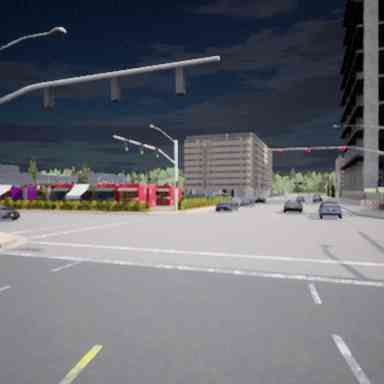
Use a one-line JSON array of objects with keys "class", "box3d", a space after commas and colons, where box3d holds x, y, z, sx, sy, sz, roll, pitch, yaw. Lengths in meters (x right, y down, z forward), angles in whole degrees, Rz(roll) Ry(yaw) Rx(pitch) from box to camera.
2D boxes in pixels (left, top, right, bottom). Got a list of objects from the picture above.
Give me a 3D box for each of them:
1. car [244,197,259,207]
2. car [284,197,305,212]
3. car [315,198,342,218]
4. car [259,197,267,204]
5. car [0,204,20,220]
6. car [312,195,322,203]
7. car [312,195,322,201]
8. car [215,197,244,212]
[{"class": "car", "box3d": [8.497, 1.525, 50.927, 1.837, 1.490, 4.892, 0, 1, 20]}, {"class": "car", "box3d": [11.756, 1.582, 38.551, 1.994, 1.385, 4.181, 0, 0, 19]}, {"class": "car", "box3d": [12.686, 1.587, 30.652, 2.033, 1.411, 5.357, 0, 1, 19]}, {"class": "car", "box3d": [13.283, 1.631, 64.337, 1.895, 1.301, 4.718, 0, 0, 20]}, {"class": "car", "box3d": [-16.059, 1.626, 26.920, 4.181, 1.385, 1.994, 0, 0, 20]}, {"class": "car", "box3d": [25.642, 1.550, 67.747, 1.812, 1.442, 4.674, 0, 0, 19]}, {"class": "car", "box3d": [29.054, 1.408, 77.436, 2.033, 1.411, 5.357, 0, 0, 19]}, {"class": "car", "box3d": [4.199, 1.564, 38.780, 2.033, 1.411, 5.357, 0, 0, 20]}]
